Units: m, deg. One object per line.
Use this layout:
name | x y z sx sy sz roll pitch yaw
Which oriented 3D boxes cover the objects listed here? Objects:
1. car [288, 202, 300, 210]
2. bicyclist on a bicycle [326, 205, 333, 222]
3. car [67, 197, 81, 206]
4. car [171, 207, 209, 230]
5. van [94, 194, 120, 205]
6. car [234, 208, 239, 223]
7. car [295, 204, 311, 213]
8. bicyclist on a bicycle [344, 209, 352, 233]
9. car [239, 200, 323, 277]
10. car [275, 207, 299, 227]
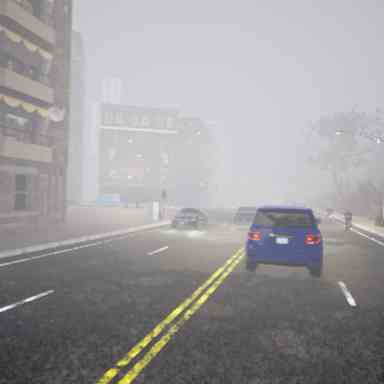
car | 21.563 2.877 70.473 1.882 1.535 5.008 1 -1 12
bicyclist on a bicycle | 13.412 2.111 32.512 0.659 1.776 1.843 1 0 15
car | -17.184 1.253 44.929 4.206 1.307 1.802 3 -2 -15
car | -0.019 1.833 24.247 1.812 1.442 4.674 1 -1 16
van | -13.765 1.238 54.498 3.998 1.788 1.690 3 -2 -15
car | 4.951 1.978 29.881 1.882 1.535 5.008 1 -1 16
car | 18.158 2.675 54.746 2.033 1.411 5.357 1 -1 13
bicyclist on a bicycle | 10.780 2.011 22.968 0.582 1.620 1.656 1 -1 16
car | 3.191 1.447 11.449 2.150 2.045 5.566 1 -1 17
car | 8.349 2.103 29.308 1.812 1.442 4.674 1 -1 16
